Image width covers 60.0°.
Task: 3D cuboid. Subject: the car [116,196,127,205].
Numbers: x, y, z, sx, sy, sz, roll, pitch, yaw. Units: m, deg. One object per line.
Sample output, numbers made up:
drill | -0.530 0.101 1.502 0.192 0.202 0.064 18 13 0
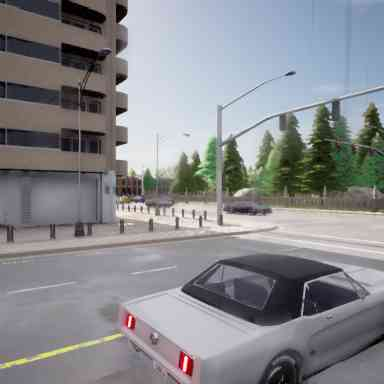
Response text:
car | -14.228 1.627 60.996 1.812 1.442 4.674 0 0 -36

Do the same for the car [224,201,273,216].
car | 5.524 1.603 33.340 2.033 1.411 5.357 0 0 -36

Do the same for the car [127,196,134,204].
car | -14.240 1.533 67.153 1.882 1.535 5.008 0 0 -36

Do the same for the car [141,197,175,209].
car | -4.717 1.603 47.603 2.033 1.411 5.357 0 0 -36

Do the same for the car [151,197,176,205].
car | -5.221 1.603 60.631 2.033 1.411 5.357 0 0 -36

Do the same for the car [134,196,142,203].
car | -11.624 1.581 69.502 1.812 1.442 4.674 0 0 -36

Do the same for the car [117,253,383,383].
car | 1.480 1.601 4.833 4.718 1.301 1.895 0 0 -35
